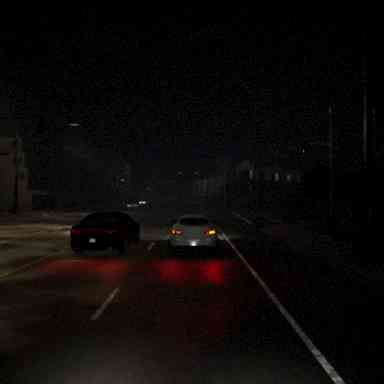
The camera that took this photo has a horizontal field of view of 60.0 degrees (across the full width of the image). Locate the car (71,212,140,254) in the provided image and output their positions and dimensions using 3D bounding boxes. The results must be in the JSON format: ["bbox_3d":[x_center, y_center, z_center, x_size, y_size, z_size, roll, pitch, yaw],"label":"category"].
[{"bbox_3d":[-3.427,1.554,13.974,1.882,1.535,5.008,0,-1,0],"label":"car"}]

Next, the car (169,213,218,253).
[{"bbox_3d":[0.073,1.607,13.917,1.812,1.442,4.674,0,-1,0],"label":"car"}]

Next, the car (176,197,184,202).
[{"bbox_3d":[-3.467,2.165,95.051,2.128,1.511,4.902,0,-1,0],"label":"car"}]

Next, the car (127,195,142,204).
[{"bbox_3d":[-13.972,1.835,79.395,2.150,2.045,5.566,0,1,0],"label":"car"}]

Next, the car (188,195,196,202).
[{"bbox_3d":[0.033,1.874,95.087,2.150,2.045,5.566,0,-1,0],"label":"car"}]
